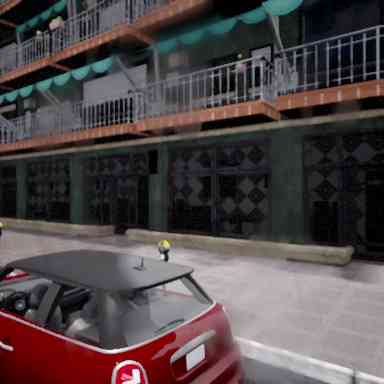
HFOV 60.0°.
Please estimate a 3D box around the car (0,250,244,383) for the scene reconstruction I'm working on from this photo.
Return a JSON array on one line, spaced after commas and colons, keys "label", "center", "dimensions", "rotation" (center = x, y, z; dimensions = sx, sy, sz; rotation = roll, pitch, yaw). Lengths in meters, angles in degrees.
[{"label": "car", "center": [-1.550, 1.433, 3.977], "dimensions": [4.097, 1.590, 1.967], "rotation": [0, 0, 35]}]
